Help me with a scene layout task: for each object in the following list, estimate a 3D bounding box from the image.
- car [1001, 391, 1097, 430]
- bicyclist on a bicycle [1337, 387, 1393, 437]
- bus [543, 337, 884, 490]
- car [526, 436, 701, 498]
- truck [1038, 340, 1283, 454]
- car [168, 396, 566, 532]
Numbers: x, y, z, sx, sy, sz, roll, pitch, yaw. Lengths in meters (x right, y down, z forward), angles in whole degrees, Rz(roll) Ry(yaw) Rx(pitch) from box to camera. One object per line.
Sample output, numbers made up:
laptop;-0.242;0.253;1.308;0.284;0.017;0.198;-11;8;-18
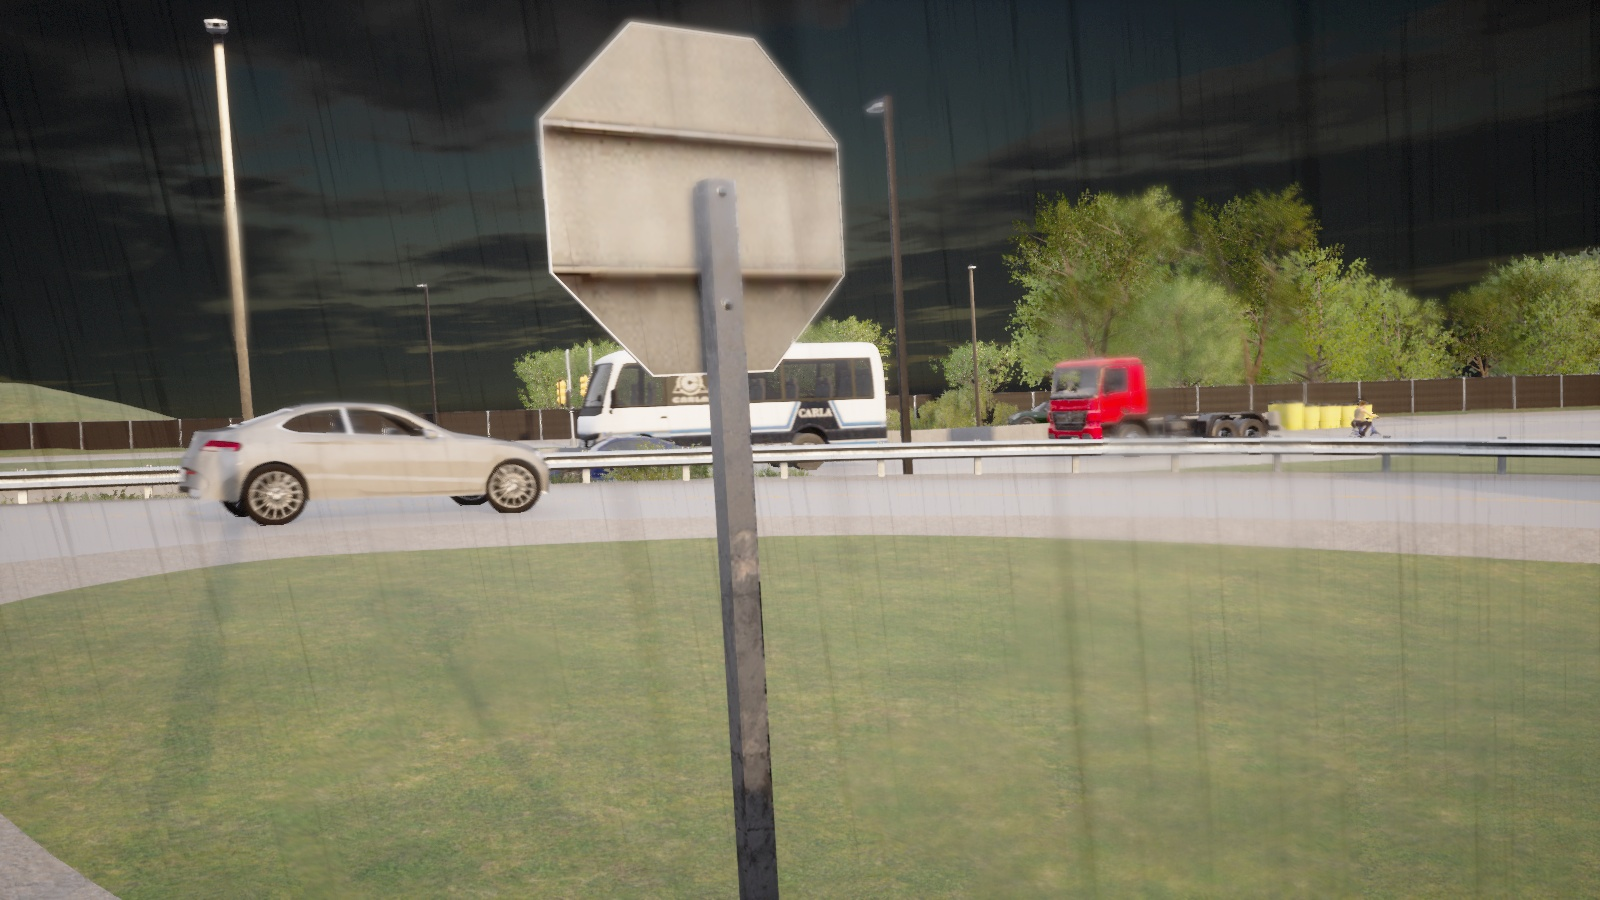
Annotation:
car;12.843;-2.056;64.946;4.553;1.767;2.097;-3;3;2
bicyclist on a bicycle;19.201;-1.297;42.697;1.509;1.612;0.866;-4;2;-21
bus;-2.845;-1.274;41.477;10.273;4.253;3.944;-4;2;-22
car;-5.443;0.452;36.704;4.674;1.442;1.812;-4;2;-22
truck;12.596;-1.867;43.824;7.936;3.462;2.891;-4;2;-22
car;-6.206;0.115;18.216;5.027;1.651;2.152;-3;2;-33
